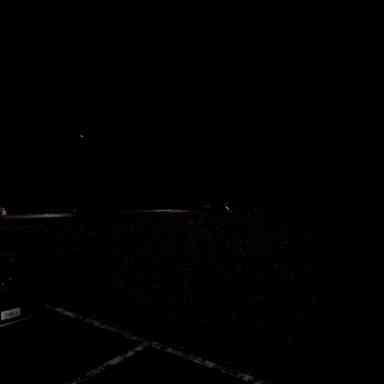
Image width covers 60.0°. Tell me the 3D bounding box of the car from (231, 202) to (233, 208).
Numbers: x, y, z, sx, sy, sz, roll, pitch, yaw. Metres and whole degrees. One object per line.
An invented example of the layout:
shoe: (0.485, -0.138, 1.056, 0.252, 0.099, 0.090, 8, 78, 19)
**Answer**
car: (7.034, 2.558, 62.446, 2.128, 1.511, 4.902, 0, -1, 36)

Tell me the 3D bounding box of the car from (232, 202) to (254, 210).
car: (9.664, 2.624, 60.535, 1.994, 1.385, 4.181, 0, -1, 36)

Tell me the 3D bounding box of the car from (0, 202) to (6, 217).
car: (-21.914, 1.822, 33.810, 1.837, 1.490, 4.892, 0, -1, 36)

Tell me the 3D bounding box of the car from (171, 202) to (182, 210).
car: (-0.771, 2.384, 57.273, 1.882, 1.535, 5.008, 0, -1, 36)

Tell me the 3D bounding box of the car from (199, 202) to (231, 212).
car: (3.623, 2.367, 52.129, 1.837, 1.490, 4.892, 0, -1, 36)

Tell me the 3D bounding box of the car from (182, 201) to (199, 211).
car: (1.148, 2.366, 54.255, 2.128, 1.511, 4.902, 0, -1, 37)

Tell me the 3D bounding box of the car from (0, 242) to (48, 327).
car: (-4.419, 1.551, 6.159, 4.403, 1.369, 2.008, 0, 0, 36)

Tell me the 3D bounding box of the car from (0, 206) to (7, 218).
car: (-19.886, 1.817, 31.039, 1.812, 1.442, 4.674, 0, -1, 36)

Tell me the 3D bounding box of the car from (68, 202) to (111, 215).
car: (-12.412, 2.022, 41.356, 2.128, 1.511, 4.902, 0, -1, 36)

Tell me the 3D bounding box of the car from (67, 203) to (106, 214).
car: (-14.104, 2.168, 44.564, 1.895, 1.301, 4.718, 0, -1, 36)
